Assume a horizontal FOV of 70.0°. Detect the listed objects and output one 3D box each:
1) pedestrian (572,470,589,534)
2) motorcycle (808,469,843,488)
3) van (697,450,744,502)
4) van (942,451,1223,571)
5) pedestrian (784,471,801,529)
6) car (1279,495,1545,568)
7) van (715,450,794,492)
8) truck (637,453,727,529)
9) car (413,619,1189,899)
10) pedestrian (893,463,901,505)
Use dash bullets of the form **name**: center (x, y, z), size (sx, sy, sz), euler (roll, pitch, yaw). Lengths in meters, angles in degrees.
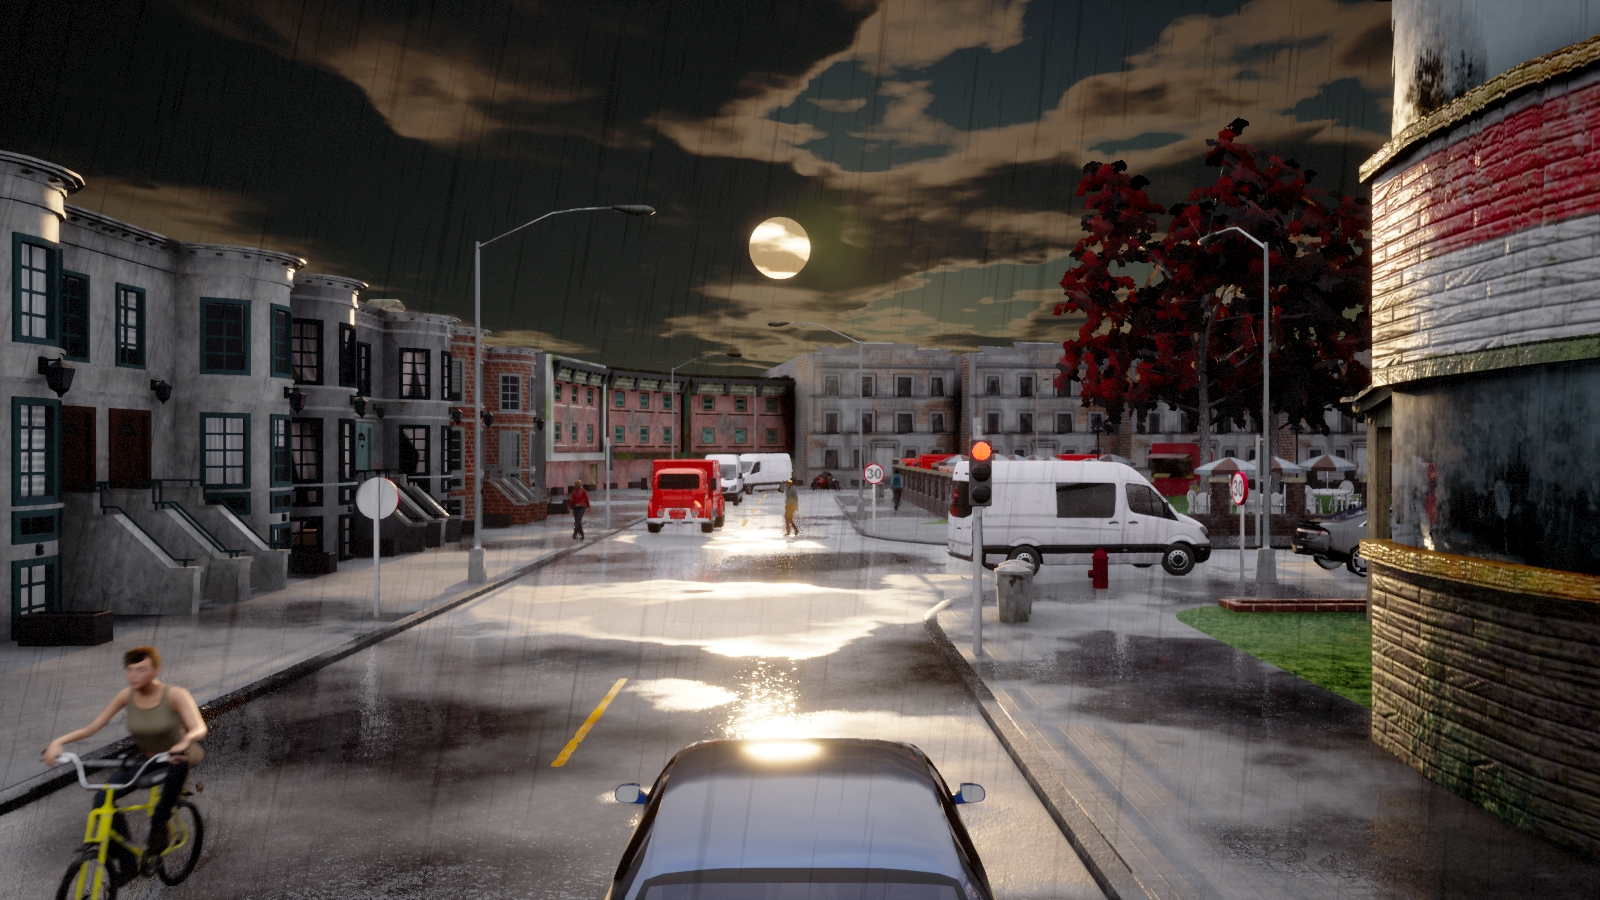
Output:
- **pedestrian**: center (-6.411, 1.512, 33.360), size (0.375, 1.860, 0.375), euler (0, 0, 12)
- **motorcycle**: center (1.715, 1.957, 78.010), size (2.209, 1.251, 0.867), euler (0, 1, -22)
- **van**: center (-4.053, 1.292, 59.012), size (1.988, 2.561, 5.915), euler (0, 0, 0)
- **van**: center (6.389, 1.304, 26.031), size (5.915, 2.561, 1.988), euler (0, 0, -11)
- **pedestrian**: center (-0.245, 1.614, 36.864), size (0.375, 1.860, 0.375), euler (0, 0, -42)
- **car**: center (13.778, 1.817, 25.951), size (4.902, 1.511, 2.128), euler (0, 0, -1)
- **van**: center (-2.860, 1.288, 73.187), size (1.988, 2.561, 5.915), euler (0, 0, 33)
- **truck**: center (-4.014, 1.333, 39.953), size (2.627, 2.467, 5.204), euler (0, 0, 0)
- **car**: center (-0.001, 1.884, 5.268), size (2.033, 1.411, 5.357), euler (0, 0, 0)
- **pedestrian**: center (4.292, 1.505, 50.526), size (0.375, 1.860, 0.375), euler (0, 0, 7)
